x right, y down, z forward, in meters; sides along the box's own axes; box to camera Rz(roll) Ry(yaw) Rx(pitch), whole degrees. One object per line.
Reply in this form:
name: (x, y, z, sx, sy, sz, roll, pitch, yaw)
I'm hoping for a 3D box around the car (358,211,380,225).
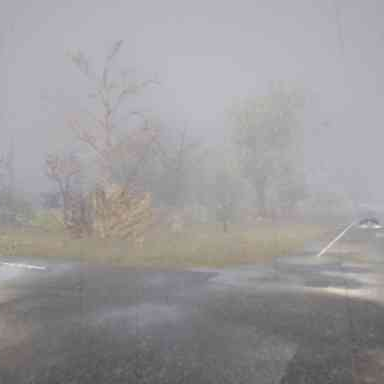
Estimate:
car: (18.658, 2.702, 35.044, 2.033, 1.411, 5.357, -4, -3, 28)
